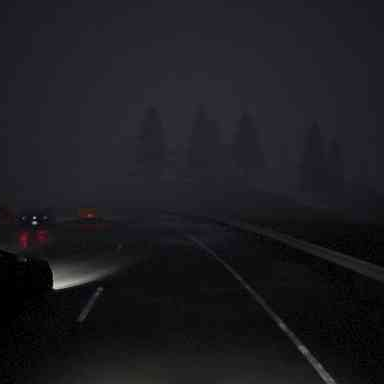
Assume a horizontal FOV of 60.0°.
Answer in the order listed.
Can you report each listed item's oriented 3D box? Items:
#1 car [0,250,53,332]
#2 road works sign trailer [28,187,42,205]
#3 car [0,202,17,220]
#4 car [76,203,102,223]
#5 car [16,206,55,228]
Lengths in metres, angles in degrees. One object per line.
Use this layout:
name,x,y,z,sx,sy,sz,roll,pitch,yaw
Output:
car,-3.907,1.602,5.558,1.994,1.385,4.181,0,0,-4
road works sign trailer,-32.740,0.874,68.557,2.880,3.560,2.380,0,0,36
car,-16.789,1.665,29.633,1.882,1.535,5.008,0,0,-22
car,-8.477,1.624,27.437,1.882,1.535,5.008,0,0,-18
car,-10.957,1.742,23.884,1.895,1.301,4.718,0,0,-17
